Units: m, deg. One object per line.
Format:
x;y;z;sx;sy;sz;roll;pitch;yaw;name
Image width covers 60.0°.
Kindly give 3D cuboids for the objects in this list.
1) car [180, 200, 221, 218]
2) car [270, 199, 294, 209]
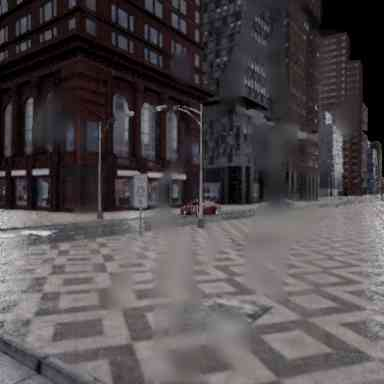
0.841;1.520;31.278;1.882;1.535;5.008;1;0;36;car
13.139;1.692;48.338;2.033;1.411;5.357;1;0;36;car
